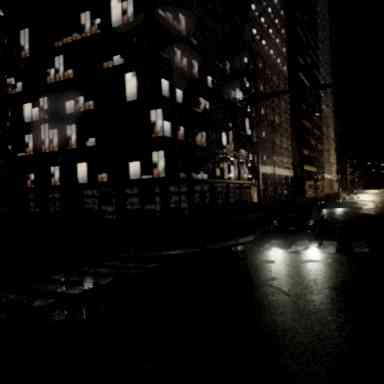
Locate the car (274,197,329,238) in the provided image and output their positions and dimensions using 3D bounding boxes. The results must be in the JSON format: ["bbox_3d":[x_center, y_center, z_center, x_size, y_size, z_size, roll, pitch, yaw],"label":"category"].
[{"bbox_3d":[5.489,1.283,16.727,1.882,1.535,5.008,-3,0,27],"label":"car"}]

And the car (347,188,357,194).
[{"bbox_3d":[32.606,-0.021,67.648,1.812,1.442,4.674,-3,0,30],"label":"car"}]

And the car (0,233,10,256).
[{"bbox_3d":[-10.503,2.442,15.860,4.403,1.369,2.008,-4,0,30],"label":"car"}]

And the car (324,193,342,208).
[{"bbox_3d":[15.411,0.874,36.667,1.882,1.535,5.008,-3,0,28],"label":"car"}]
